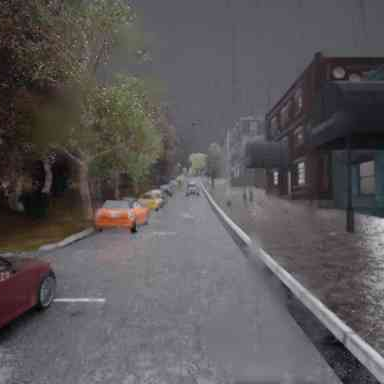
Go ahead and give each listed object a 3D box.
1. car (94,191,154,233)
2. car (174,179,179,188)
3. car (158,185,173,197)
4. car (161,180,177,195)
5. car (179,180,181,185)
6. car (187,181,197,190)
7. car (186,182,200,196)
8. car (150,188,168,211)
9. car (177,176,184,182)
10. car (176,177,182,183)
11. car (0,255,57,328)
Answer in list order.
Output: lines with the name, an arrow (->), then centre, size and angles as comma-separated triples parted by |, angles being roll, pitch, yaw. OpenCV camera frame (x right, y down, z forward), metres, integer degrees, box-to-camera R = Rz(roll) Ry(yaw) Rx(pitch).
car -> -3.629, 1.050, 17.956 | 2.185, 1.767, 4.553 | 2, 2, 2
car -> -3.658, -0.686, 51.376 | 2.185, 1.767, 4.553 | 0, 4, 2
car -> -3.636, 0.476, 34.707 | 2.231, 1.521, 4.892 | 1, 4, 2
car -> -3.657, -0.327, 45.816 | 2.185, 1.767, 4.553 | 0, 4, 2
car -> -3.657, -0.922, 56.968 | 2.231, 1.521, 4.892 | 0, 4, 2
car -> -0.004, -1.155, 61.238 | 1.812, 1.442, 4.674 | 0, 4, 0
car -> 0.111, -0.209, 46.962 | 2.033, 1.411, 5.357 | 0, 4, -1
car -> -3.632, 0.745, 28.974 | 1.946, 1.575, 5.366 | 1, 3, 2
car -> -3.657, -2.354, 79.243 | 2.163, 1.488, 4.792 | 0, 4, 2
car -> -3.650, -1.665, 68.278 | 1.946, 1.575, 5.366 | 0, 4, 2
car -> -3.651, 1.484, 4.701 | 2.002, 1.452, 4.674 | 0, 0, 2
